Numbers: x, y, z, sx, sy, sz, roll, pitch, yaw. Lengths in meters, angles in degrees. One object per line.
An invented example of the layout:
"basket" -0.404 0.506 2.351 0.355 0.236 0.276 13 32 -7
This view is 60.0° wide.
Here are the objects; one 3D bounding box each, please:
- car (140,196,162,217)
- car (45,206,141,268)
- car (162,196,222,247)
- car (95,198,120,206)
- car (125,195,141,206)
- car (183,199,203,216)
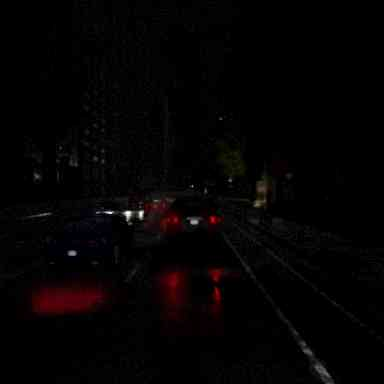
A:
"car" -3.169 1.273 30.918 2.097 1.767 4.553 0 0 0
"car" -3.172 1.459 11.296 1.882 1.535 5.008 0 0 0
"car" 0.088 1.194 14.933 2.150 2.045 5.566 0 0 0
"car" -9.859 1.440 39.326 2.033 1.411 5.357 0 0 0
"car" -6.606 1.244 39.666 2.097 1.767 4.553 0 0 0
"car" 0.082 1.442 32.250 1.812 1.442 4.674 0 0 0
